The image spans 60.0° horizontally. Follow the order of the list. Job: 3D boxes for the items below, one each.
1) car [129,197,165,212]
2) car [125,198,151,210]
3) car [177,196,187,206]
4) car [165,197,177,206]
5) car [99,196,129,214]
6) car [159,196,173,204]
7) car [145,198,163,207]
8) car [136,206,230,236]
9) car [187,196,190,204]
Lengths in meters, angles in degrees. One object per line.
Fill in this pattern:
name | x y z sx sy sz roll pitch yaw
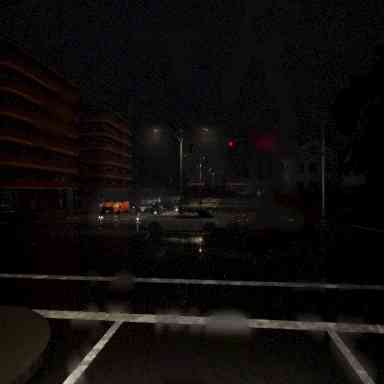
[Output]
car | -4.570 1.491 34.895 2.128 1.511 4.902 0 0 6
car | -7.094 1.545 44.386 2.033 1.411 5.357 0 0 6
car | -2.652 1.491 53.149 2.128 1.511 4.902 0 0 6
car | -3.608 1.601 44.104 1.895 1.301 4.718 0 0 6
car | -8.084 1.352 34.968 2.097 1.767 4.553 0 0 6
car | -5.025 1.564 63.890 1.994 1.385 4.181 0 0 6
car | -6.092 1.601 53.916 1.895 1.301 4.718 0 0 6
car | -0.331 1.601 18.124 4.718 1.301 1.895 0 0 7
car | -1.594 1.505 63.051 1.837 1.490 4.892 0 0 7
